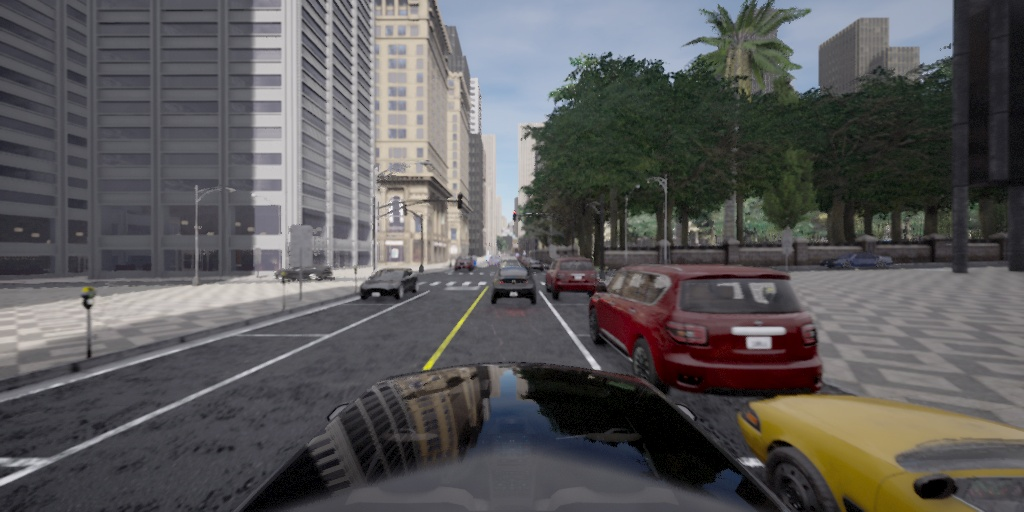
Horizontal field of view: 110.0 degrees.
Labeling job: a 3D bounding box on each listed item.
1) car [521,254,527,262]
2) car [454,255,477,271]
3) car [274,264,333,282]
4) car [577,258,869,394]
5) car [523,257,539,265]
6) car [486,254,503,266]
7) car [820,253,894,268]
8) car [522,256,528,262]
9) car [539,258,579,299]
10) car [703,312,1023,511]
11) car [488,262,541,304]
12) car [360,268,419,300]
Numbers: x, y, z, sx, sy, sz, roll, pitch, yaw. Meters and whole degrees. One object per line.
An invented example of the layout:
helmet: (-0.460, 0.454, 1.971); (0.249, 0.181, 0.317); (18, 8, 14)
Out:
car: (2.735, 0.903, 54.779); (1.967, 1.591, 4.097); (0, 0, 0)
car: (-5.784, 0.850, 43.953); (2.192, 1.841, 5.009); (0, 0, 0)
car: (-18.859, 1.479, 32.494); (4.892, 1.490, 1.837); (-1, 0, 1)
car: (2.763, 1.042, 6.405); (2.192, 1.841, 5.009); (0, 0, 0)
car: (2.741, 1.094, 43.938); (1.948, 1.339, 4.313); (0, 0, 0)
car: (-3.063, 0.781, 61.078); (2.097, 1.767, 4.553); (0, 0, 0)
car: (31.004, 0.415, 32.349); (5.357, 1.411, 2.033); (-1, 0, 0)
car: (2.738, 1.078, 49.358); (1.802, 1.307, 4.207); (0, 0, 0)
car: (2.756, 0.991, 17.380); (2.192, 1.841, 5.009); (0, 0, 0)
car: (2.766, 1.276, 1.088); (1.751, 1.417, 4.829); (0, 0, 0)
car: (0.079, 1.190, 15.979); (1.837, 1.490, 4.892); (0, 0, 0)
car: (-5.769, 1.249, 17.393); (1.948, 1.339, 4.313); (0, 0, 0)
